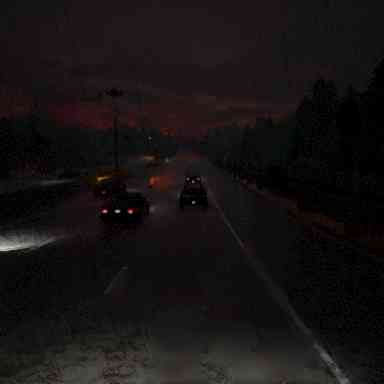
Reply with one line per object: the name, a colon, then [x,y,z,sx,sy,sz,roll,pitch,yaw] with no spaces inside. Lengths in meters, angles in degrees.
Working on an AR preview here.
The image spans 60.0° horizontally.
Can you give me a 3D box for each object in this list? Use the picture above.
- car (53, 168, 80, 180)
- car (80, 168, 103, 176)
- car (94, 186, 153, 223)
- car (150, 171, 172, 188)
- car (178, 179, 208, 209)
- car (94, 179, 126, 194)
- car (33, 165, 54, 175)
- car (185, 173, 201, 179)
car: [-17.416,-2.528,47.205,1.895,1.301,4.718,0,7,0]
car: [-13.910,-2.611,47.524,1.837,1.490,4.892,0,7,0]
car: [-3.400,0.732,17.704,2.033,1.411,5.357,0,5,0]
car: [-3.367,-1.503,36.474,2.097,1.767,4.553,0,7,0]
car: [0.100,0.197,22.971,2.128,1.511,4.902,0,6,0]
car: [-6.896,-0.421,28.431,1.882,1.535,5.008,0,7,0]
car: [-20.910,-3.014,47.515,1.837,1.490,4.892,0,7,0]
car: [0.151,-1.700,40.240,1.895,1.301,4.718,0,7,0]
